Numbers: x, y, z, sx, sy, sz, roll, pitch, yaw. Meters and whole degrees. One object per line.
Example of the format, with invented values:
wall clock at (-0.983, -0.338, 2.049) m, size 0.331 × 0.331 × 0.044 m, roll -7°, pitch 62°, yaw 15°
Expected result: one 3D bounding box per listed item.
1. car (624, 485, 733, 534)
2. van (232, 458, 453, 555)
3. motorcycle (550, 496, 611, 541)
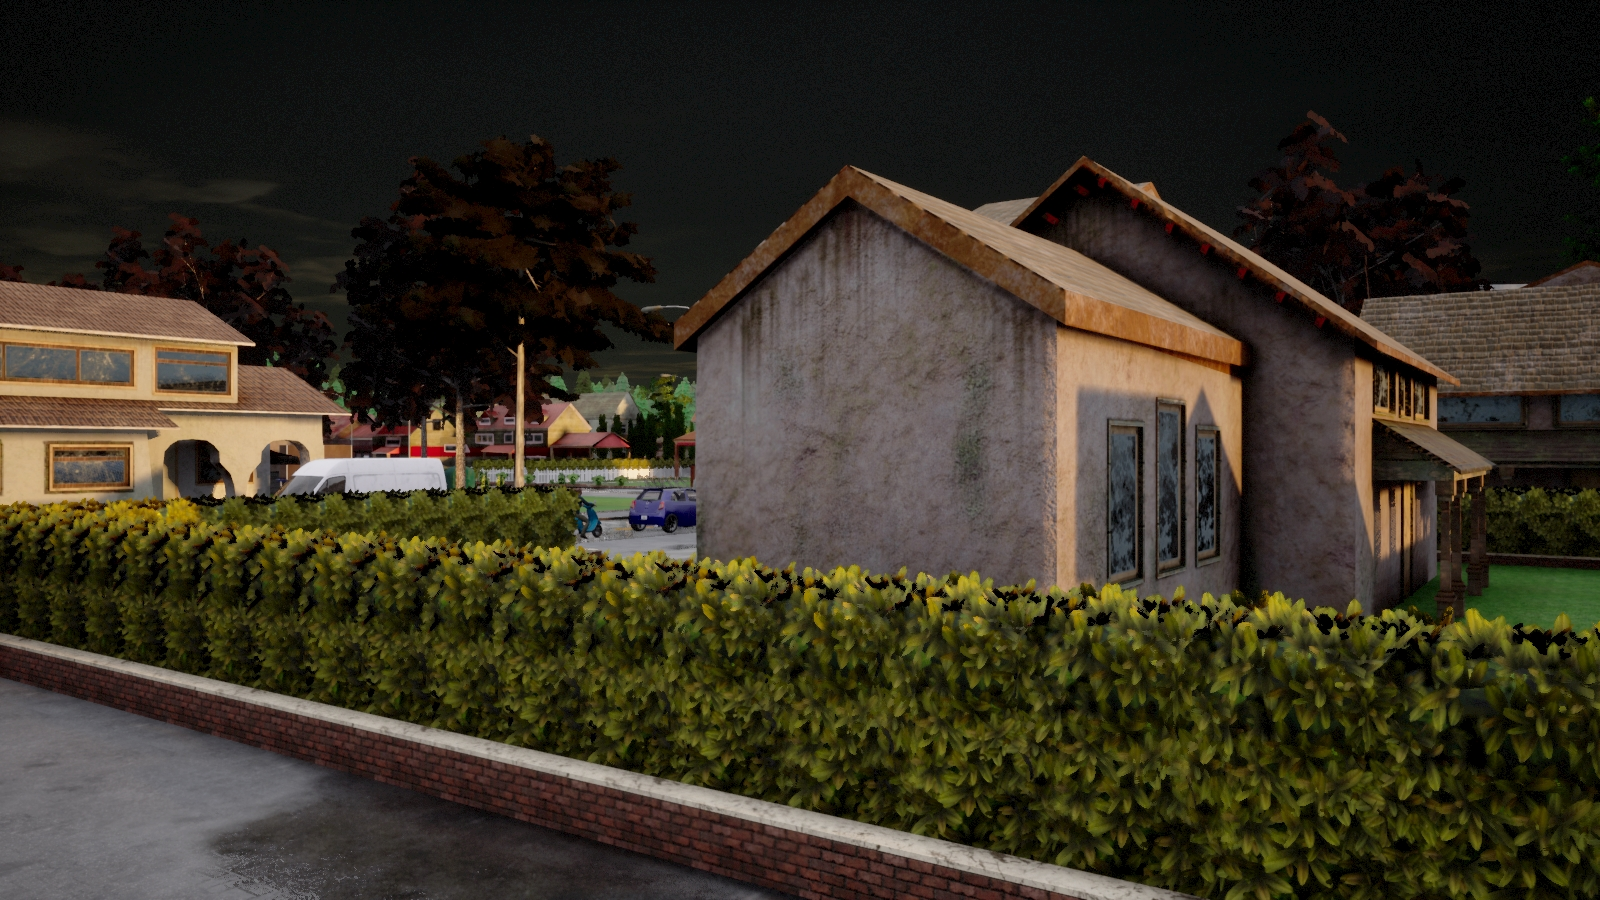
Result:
car at (-4.177, 2.028, 39.677) m, size 1.845 × 1.501 × 3.633 m, roll 0°, pitch 0°, yaw 35°
van at (-13.292, 1.523, 33.641) m, size 1.988 × 2.561 × 5.915 m, roll 0°, pitch 0°, yaw 35°
motorcycle at (-6.879, 2.132, 35.873) m, size 0.856 × 1.316 × 1.805 m, roll 0°, pitch 0°, yaw 35°
